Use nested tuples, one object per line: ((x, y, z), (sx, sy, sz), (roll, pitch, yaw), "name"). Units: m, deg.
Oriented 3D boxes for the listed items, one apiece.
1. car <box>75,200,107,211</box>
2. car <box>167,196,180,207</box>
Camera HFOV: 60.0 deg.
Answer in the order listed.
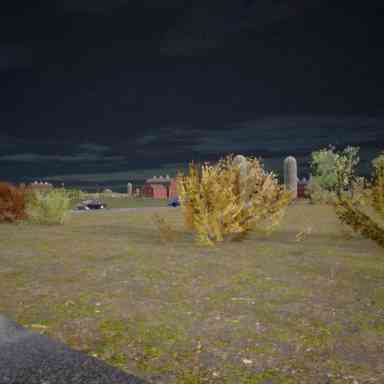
((-14.752, 1.903, 48.550), (1.837, 1.490, 4.892), (-1, -1, 36), "car")
((-1.455, 1.753, 60.813), (2.150, 2.045, 5.566), (-1, -1, 36), "car")
